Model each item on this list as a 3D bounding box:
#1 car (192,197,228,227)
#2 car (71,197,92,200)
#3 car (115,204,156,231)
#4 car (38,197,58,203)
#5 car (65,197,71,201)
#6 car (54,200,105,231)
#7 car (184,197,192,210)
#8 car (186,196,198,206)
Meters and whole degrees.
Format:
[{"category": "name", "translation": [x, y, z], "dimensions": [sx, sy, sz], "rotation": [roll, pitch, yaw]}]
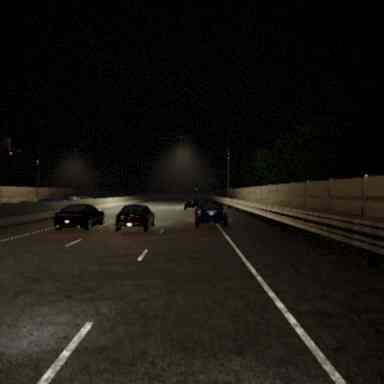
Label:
[{"category": "car", "translation": [1.224, 1.367, 22.886], "dimensions": [2.097, 1.767, 4.553], "rotation": [0, 0, 0]}, {"category": "car", "translation": [-17.564, 1.576, 54.652], "dimensions": [2.128, 1.511, 4.902], "rotation": [0, 0, 0]}, {"category": "car", "translation": [-3.400, 1.517, 20.465], "dimensions": [1.837, 1.490, 4.892], "rotation": [0, 0, 0]}, {"category": "car", "translation": [-24.540, 1.617, 56.924], "dimensions": [1.812, 1.442, 4.674], "rotation": [0, 0, 1]}, {"category": "car", "translation": [-21.032, 1.592, 59.034], "dimensions": [2.128, 1.511, 4.902], "rotation": [0, 0, 1]}, {"category": "car", "translation": [-6.901, 1.490, 20.843], "dimensions": [1.882, 1.535, 5.008], "rotation": [0, 0, 0]}, {"category": "car", "translation": [0.043, 1.408, 44.524], "dimensions": [2.097, 1.767, 4.553], "rotation": [0, 0, 0]}, {"category": "car", "translation": [-0.003, 1.577, 58.909], "dimensions": [1.882, 1.535, 5.008], "rotation": [0, 0, 0]}]
